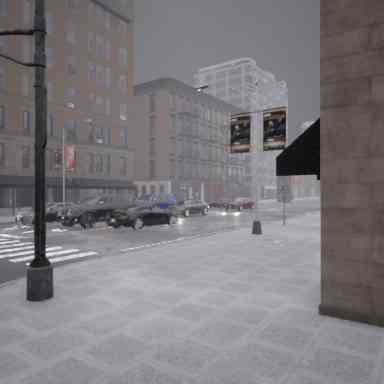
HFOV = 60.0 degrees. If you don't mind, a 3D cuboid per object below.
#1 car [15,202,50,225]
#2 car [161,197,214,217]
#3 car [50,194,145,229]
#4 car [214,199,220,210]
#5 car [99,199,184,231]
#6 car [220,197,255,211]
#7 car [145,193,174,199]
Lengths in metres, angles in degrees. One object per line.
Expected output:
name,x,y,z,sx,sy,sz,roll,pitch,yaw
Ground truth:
car,-9.398,1.442,22.714,2.128,1.511,4.902,0,0,35
car,-0.280,1.402,29.962,1.837,1.490,4.892,0,0,35
car,-6.014,1.161,21.868,2.150,2.045,5.566,0,0,35
car,3.597,1.457,41.032,1.895,1.301,4.718,0,0,35
car,-2.910,1.408,20.278,1.882,1.535,5.008,0,0,35
car,5.565,1.332,38.191,1.882,1.535,5.008,0,0,35
car,-3.702,1.131,30.750,2.150,2.045,5.566,0,0,35
